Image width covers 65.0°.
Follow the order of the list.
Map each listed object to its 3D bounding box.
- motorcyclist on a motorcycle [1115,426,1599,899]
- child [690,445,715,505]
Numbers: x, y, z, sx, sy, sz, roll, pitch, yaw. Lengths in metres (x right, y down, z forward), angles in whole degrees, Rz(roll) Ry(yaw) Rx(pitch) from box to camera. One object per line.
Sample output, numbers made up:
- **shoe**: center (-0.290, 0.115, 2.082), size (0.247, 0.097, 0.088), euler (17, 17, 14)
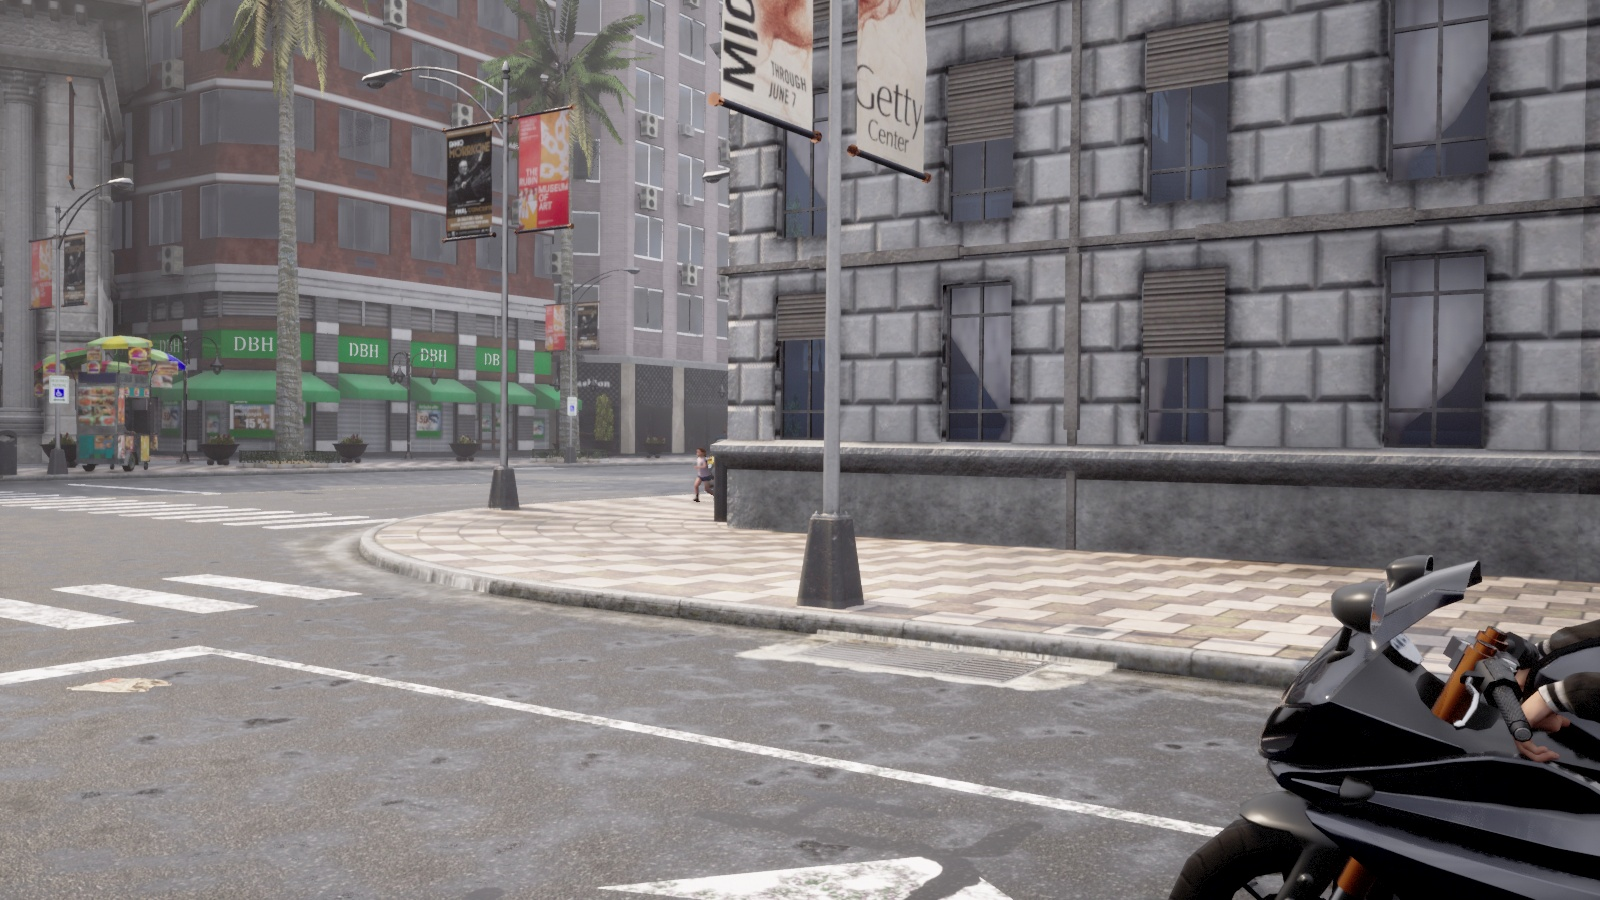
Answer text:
- **motorcyclist on a motorcycle**: center (1.824, 0.717, 2.412), size (2.191, 1.530, 0.866), euler (0, 1, 34)
- **child**: center (-1.815, 0.465, 23.416), size (0.255, 1.110, 0.394), euler (0, 1, 39)
